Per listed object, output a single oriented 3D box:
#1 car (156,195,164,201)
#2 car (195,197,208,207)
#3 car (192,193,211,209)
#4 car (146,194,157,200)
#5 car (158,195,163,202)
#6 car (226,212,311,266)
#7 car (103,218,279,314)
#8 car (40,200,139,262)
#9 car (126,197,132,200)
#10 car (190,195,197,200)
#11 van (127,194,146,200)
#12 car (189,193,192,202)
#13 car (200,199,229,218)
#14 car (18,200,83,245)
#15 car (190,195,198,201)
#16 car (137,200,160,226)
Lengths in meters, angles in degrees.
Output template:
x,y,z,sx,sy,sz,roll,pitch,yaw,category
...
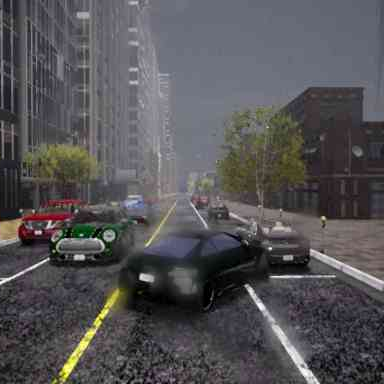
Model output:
x,y,z,sx,sy,sz,roll,pitch,yaw,category
-7.885,1.469,82.728,1.752,1.417,4.829,-1,0,-2,car
1.373,1.493,50.085,1.752,1.417,4.829,-1,0,-2,car
1.522,1.286,44.383,2.192,1.841,5.009,-1,0,-2,car
-7.003,1.282,49.701,2.192,1.841,5.009,-1,0,-2,car
-7.445,1.500,66.300,1.887,1.381,4.507,-1,0,-2,car
2.543,1.544,11.191,2.008,1.369,4.403,-1,0,-2,car
0.280,1.555,7.805,1.994,1.385,4.181,0,0,34,car
-3.392,1.344,12.064,2.097,1.767,4.553,0,0,-2,car
-6.402,1.423,26.842,1.967,1.590,4.097,-1,0,-2,car
0.341,1.522,88.643,1.802,1.307,4.206,-1,0,-2,car
-6.707,1.316,38.636,1.690,1.788,3.998,-1,0,-2,van
0.781,1.267,72.046,2.192,1.841,5.009,-1,0,-2,car
2.001,1.534,27.050,2.008,1.369,4.403,-1,0,-2,car
-6.198,1.305,15.774,2.192,1.841,5.009,-1,0,-2,car
0.489,1.510,83.111,1.947,1.339,4.313,-1,0,-2,car
-3.692,1.533,23.686,2.033,1.411,5.357,0,0,-1,car
